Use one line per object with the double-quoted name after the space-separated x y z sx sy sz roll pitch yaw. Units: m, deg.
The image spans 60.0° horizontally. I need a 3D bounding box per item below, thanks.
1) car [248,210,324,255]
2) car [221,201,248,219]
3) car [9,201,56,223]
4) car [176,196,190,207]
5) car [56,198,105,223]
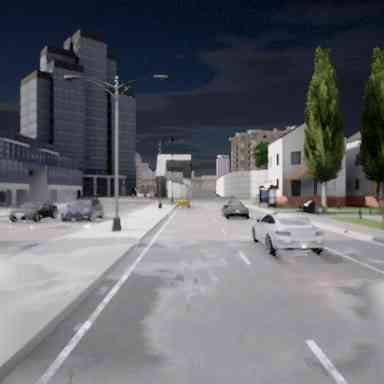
3.587 1.488 12.970 1.812 1.442 4.674 0 0 0 "car"
3.601 1.483 28.196 1.994 1.385 4.181 0 0 0 "car"
-11.595 1.420 24.722 2.128 1.511 4.902 0 0 0 "car"
-1.220 1.321 46.939 1.801 1.575 5.366 0 0 0 "car"
-8.094 1.280 24.976 2.097 1.767 4.553 0 0 0 "car"
